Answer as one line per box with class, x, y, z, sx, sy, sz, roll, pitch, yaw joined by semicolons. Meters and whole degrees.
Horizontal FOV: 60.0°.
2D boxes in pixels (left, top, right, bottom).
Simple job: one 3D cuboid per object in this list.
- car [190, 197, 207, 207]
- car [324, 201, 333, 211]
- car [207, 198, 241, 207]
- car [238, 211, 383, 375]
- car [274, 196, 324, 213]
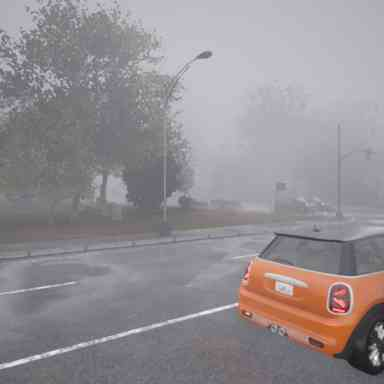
car;0.143;1.470;48.783;2.033;1.411;5.357;0;0;-38
car;13.445;1.259;37.425;2.097;1.767;4.553;0;0;-38
car;4.883;1.510;48.399;1.895;1.301;4.718;0;0;-38
car;3.014;1.347;5.825;4.553;1.767;2.097;0;0;-35
car;10.942;1.272;34.943;2.097;1.767;4.553;0;0;-38
